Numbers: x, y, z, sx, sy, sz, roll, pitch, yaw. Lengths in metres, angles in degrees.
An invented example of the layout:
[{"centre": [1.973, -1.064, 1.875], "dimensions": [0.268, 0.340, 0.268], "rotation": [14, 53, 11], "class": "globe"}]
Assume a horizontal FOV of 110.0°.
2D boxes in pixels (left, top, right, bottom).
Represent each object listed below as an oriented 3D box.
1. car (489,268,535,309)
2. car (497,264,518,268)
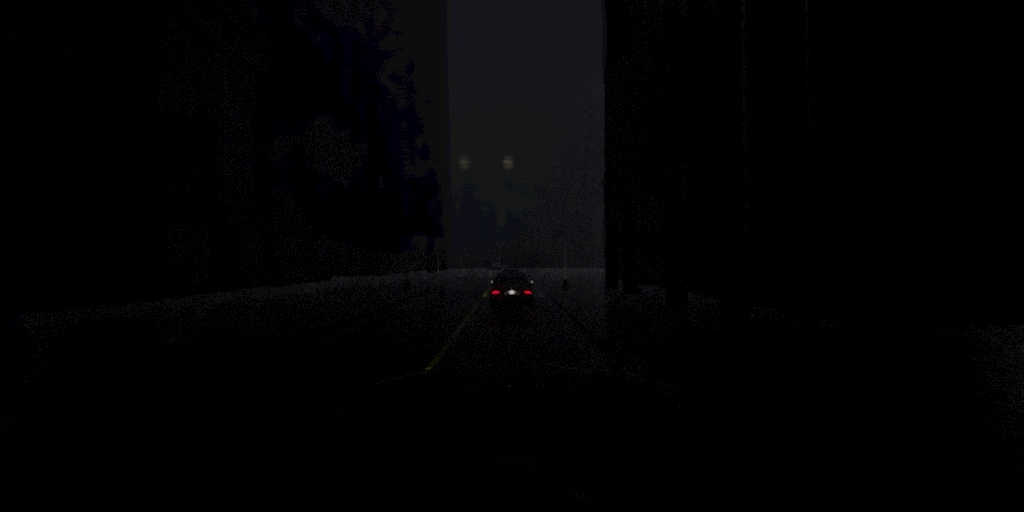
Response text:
[{"centre": [-0.005, 1.433, 15.850], "dimensions": [2.033, 1.411, 5.357], "rotation": [0, -1, 0], "class": "car"}, {"centre": [-0.008, 1.604, 31.200], "dimensions": [1.994, 1.385, 4.181], "rotation": [0, -1, 0], "class": "car"}]
